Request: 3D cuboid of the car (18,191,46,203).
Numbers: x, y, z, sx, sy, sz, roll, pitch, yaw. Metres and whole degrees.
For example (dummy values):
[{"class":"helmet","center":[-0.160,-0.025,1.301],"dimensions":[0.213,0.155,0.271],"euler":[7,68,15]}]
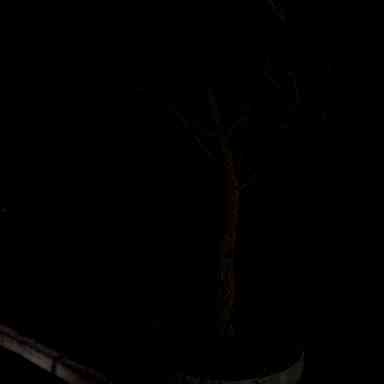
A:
[{"class":"car","center":[-20.034,0.920,40.728],"dimensions":[2.150,2.045,5.566],"euler":[1,0,32]}]
